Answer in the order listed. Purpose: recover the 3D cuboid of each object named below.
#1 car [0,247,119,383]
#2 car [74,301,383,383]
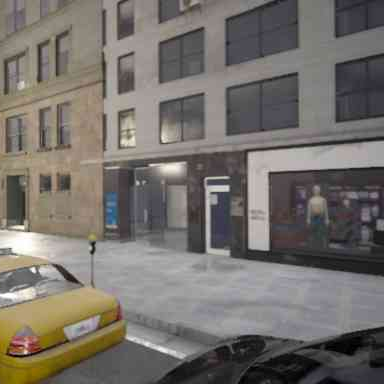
[{"bbox_3d":[-3.157,1.555,5.220,4.829,1.417,1.752,0,0,36],"label":"car"},{"bbox_3d":[1.500,1.565,1.896,4.313,1.339,1.947,0,0,36],"label":"car"}]
